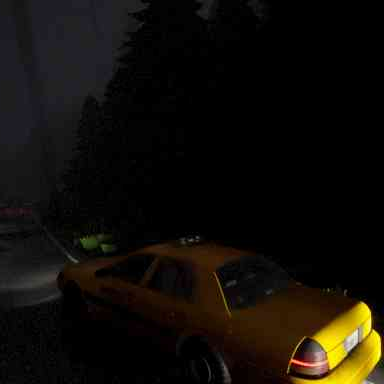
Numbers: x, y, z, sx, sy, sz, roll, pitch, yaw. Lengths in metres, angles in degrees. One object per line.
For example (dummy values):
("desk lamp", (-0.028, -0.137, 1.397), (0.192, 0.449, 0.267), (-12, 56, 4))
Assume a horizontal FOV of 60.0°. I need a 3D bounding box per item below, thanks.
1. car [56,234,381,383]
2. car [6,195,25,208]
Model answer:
("car", (-0.254, 1.418, 5.069), (5.366, 1.575, 1.801), (1, 1, 44))
("car", (-21.205, 1.058, 40.007), (2.128, 1.511, 4.902), (-2, 2, -27))
